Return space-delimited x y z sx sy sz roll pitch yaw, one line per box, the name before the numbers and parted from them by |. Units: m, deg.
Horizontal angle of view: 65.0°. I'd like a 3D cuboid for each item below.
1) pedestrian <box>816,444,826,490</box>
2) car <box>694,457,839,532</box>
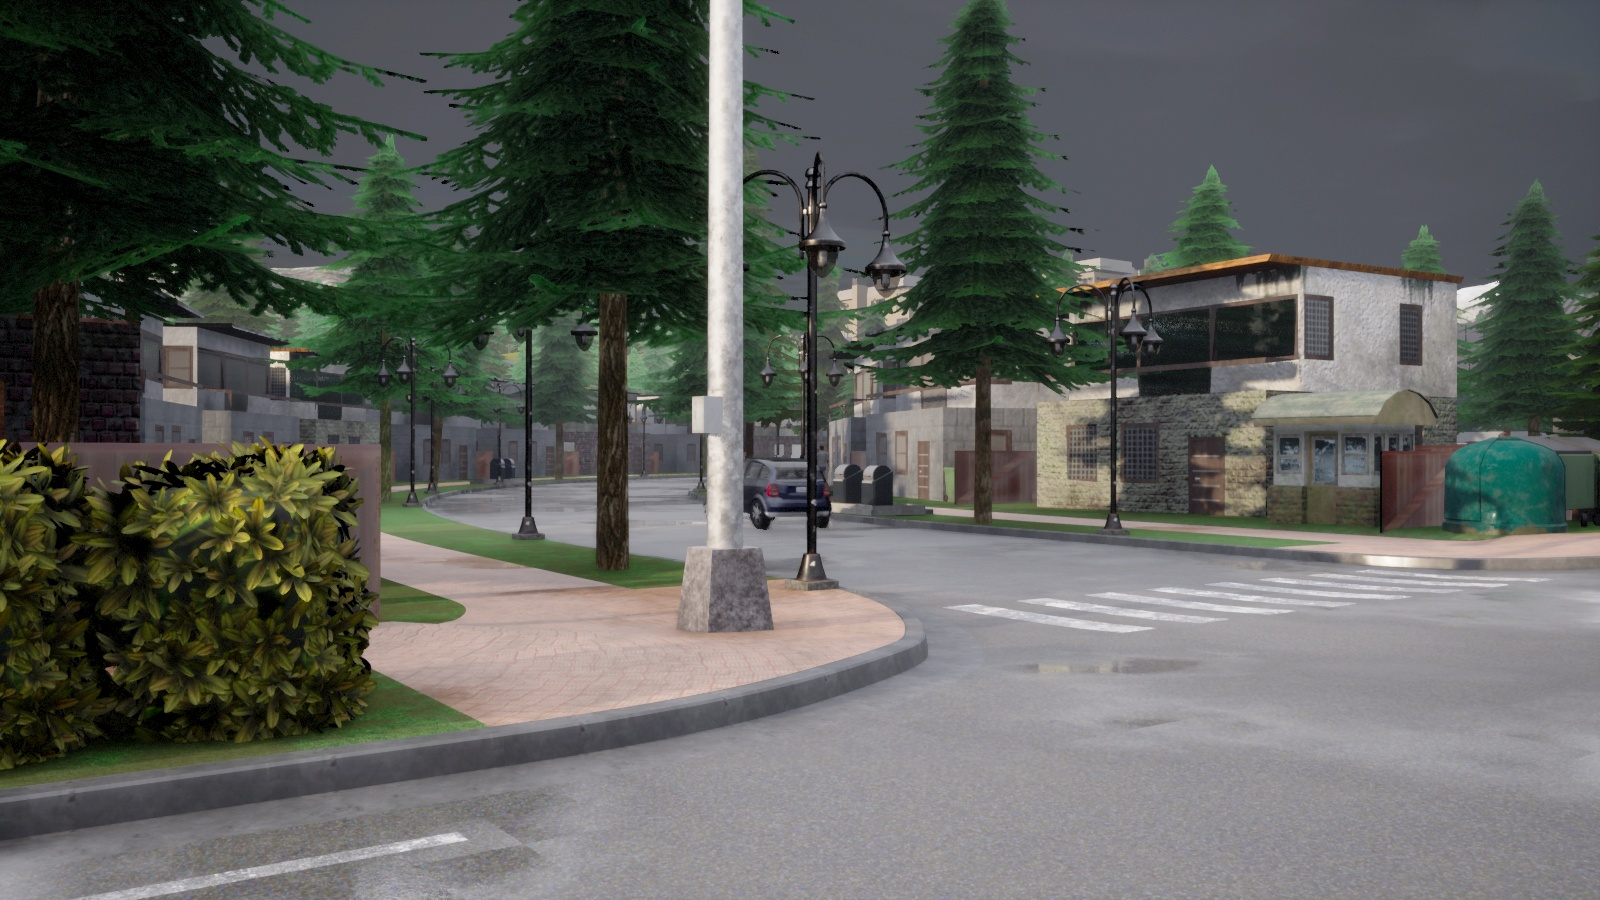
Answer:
pedestrian | 0.841 0.674 50.063 0.354 1.836 0.706 0 0 -5
car | -0.828 0.952 28.386 1.789 1.549 3.705 0 0 -28
